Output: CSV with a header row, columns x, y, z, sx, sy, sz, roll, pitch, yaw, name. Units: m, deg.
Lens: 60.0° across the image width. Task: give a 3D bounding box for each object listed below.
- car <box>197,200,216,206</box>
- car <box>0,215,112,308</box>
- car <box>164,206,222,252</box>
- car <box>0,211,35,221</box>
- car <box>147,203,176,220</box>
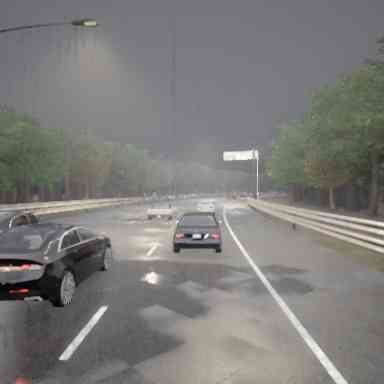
x,y,z,sx,sy,sz,roll,pitch,yaw,name
1.385,1.510,32.358,1.812,1.442,4.674,0,0,5,car
-3.283,1.484,7.877,2.128,1.511,4.902,0,0,1,car
0.268,1.544,13.829,2.033,1.411,5.357,0,0,2,car
-6.673,1.490,12.395,1.837,1.490,4.892,0,0,2,car
-2.384,1.583,27.745,1.895,1.301,4.718,0,0,4,car
